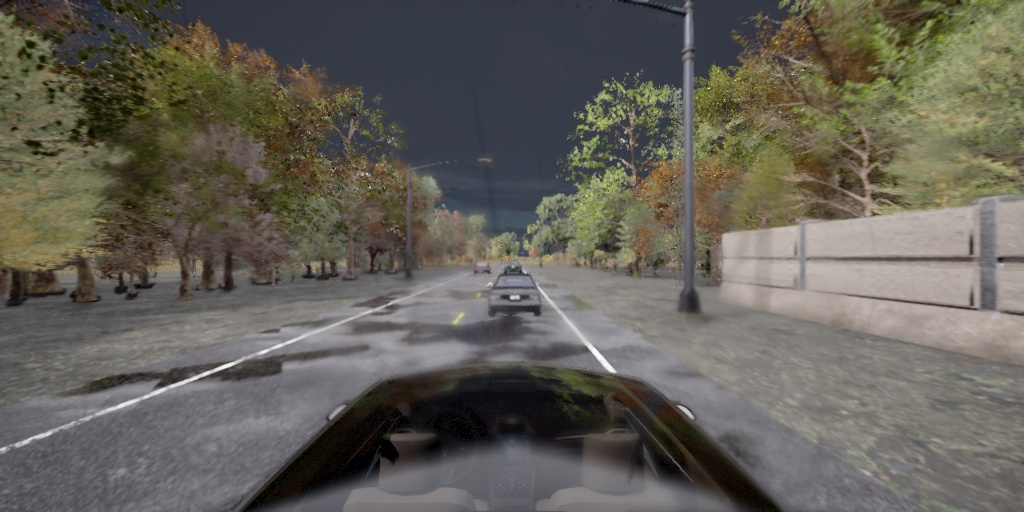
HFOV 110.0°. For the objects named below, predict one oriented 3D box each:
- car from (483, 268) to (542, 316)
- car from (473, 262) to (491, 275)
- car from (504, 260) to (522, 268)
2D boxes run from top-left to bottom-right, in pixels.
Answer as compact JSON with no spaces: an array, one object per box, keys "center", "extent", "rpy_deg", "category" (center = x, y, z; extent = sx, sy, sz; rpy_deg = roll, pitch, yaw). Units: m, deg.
[{"center":[0.107,1.356,13.679],"extent":[2.033,1.411,5.357],"rpy_deg":[0,0,0],"category":"car"},{"center":[-3.557,1.451,43.272],"extent":[1.812,1.442,4.674],"rpy_deg":[0,0,0],"category":"car"},{"center":[0.128,1.276,43.011],"extent":[2.097,1.767,4.553],"rpy_deg":[0,0,0],"category":"car"}]
